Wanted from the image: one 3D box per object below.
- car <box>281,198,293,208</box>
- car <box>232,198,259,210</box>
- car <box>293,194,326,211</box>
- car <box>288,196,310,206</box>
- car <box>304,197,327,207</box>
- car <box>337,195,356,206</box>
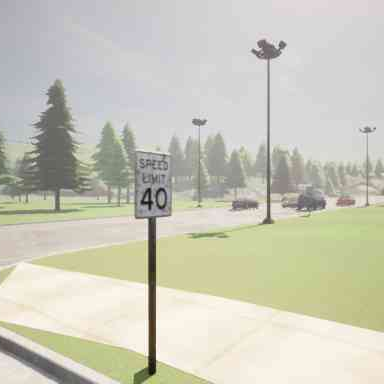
[{"bbox_3d":[14.067,1.600,46.067,1.895,1.301,4.718,0,0,38],"label":"car"},{"bbox_3d":[6.886,1.490,42.341,2.128,1.511,4.902,0,0,37],"label":"car"},{"bbox_3d":[14.867,1.221,41.265,2.150,2.045,5.566,0,0,37],"label":"car"},{"bbox_3d":[18.705,1.490,57.849,2.128,1.511,4.902,0,0,37],"label":"car"},{"bbox_3d":[20.287,1.547,54.307,2.033,1.411,5.357,0,0,37],"label":"car"},{"bbox_3d":[25.894,1.354,55.728,2.097,1.767,4.553,0,0,37],"label":"car"}]
